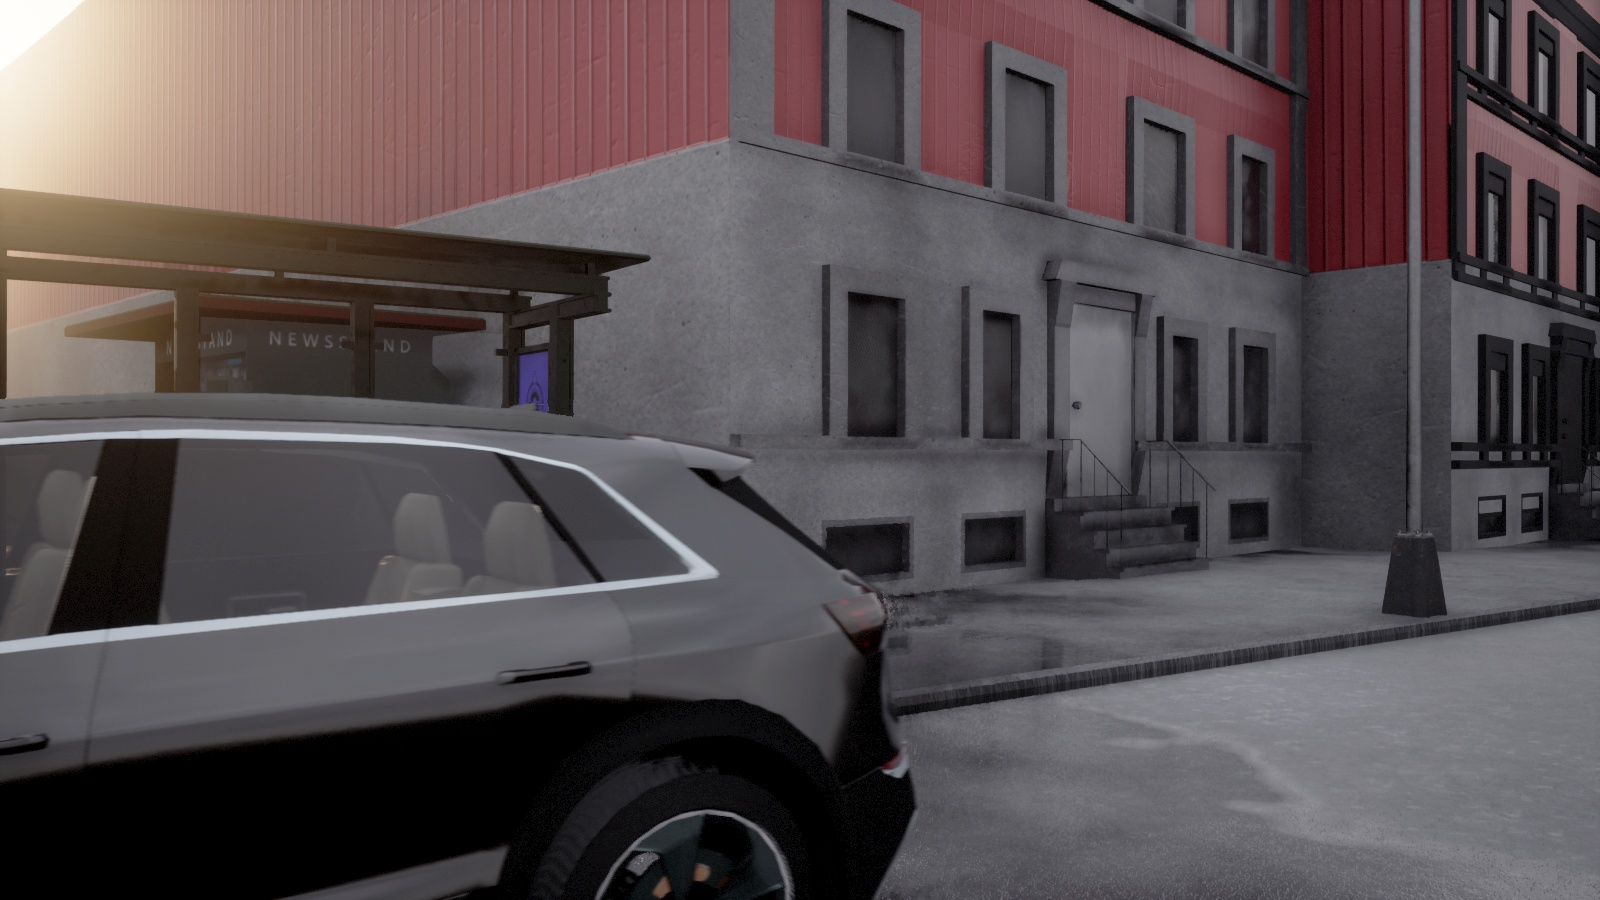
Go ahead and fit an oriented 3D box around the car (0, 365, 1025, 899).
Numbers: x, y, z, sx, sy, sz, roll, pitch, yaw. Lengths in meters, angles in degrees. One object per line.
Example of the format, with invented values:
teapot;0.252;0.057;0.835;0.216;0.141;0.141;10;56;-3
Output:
car;-1.954;0.686;2.908;4.856;1.649;2.033;0;0;-35
